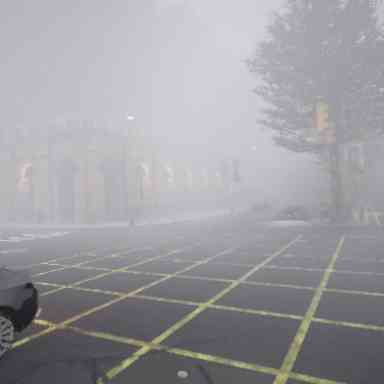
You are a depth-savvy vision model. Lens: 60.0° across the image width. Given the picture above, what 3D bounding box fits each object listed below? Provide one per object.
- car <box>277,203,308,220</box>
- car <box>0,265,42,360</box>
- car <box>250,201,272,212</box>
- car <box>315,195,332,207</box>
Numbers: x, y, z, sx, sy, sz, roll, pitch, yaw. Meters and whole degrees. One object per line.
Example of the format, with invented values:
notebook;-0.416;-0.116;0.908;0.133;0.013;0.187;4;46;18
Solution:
car;8.711;1.687;28.630;1.994;1.385;4.181;-2;0;27
car;-4.199;1.692;3.780;2.128;1.511;4.902;-2;-1;27
car;9.136;1.863;44.082;1.895;1.301;4.718;-2;-1;27
car;19.958;1.308;50.306;2.097;1.767;4.553;-2;-1;27
